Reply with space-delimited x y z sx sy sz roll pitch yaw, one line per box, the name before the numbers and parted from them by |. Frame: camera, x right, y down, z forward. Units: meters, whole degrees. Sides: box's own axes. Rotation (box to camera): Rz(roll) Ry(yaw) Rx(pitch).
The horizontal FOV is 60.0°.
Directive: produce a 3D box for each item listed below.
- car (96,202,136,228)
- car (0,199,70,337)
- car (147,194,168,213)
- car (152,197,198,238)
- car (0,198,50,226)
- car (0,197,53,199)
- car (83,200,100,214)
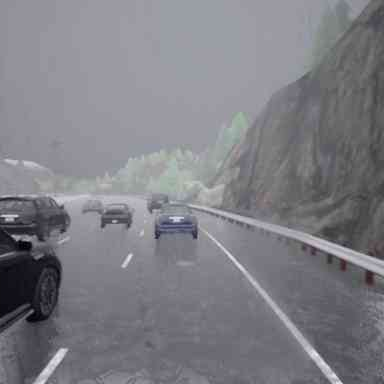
car | -4.938 1.516 22.359 1.837 1.490 4.892 0 0 -7
car | -3.534 1.229 4.072 2.150 2.045 5.566 0 0 -1
car | -3.784 1.232 37.273 2.150 2.045 5.566 0 0 -11
car | -0.921 1.355 17.743 2.097 1.767 4.553 0 0 -5
car | -12.315 1.379 24.753 2.097 1.767 4.553 0 0 -8
car | -7.790 1.238 16.461 2.150 2.045 5.566 0 0 -5
car | -10.593 1.571 35.757 2.033 1.411 5.357 0 0 -11
